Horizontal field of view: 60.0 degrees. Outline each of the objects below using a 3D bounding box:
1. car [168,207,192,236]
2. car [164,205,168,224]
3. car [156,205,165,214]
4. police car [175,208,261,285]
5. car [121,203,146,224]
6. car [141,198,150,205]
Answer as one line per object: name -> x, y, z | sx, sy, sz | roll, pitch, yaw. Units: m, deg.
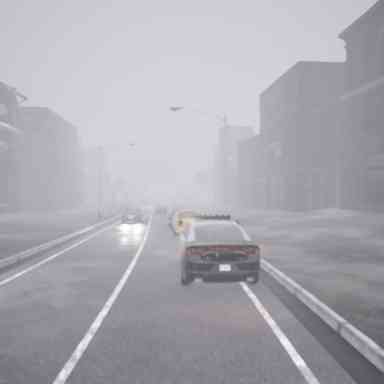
car -> -0.284, 1.680, 19.938 | 1.801, 1.575, 5.366 | 0, -1, -6
car -> -0.911, 1.871, 25.750 | 1.882, 1.535, 5.008 | 0, -2, -6
car -> -4.278, 2.480, 48.329 | 1.895, 1.301, 4.718 | 0, 0, -6
police car -> 0.568, 1.468, 9.771 | 1.930, 1.638, 5.238 | 0, -1, -3
car -> -5.522, 2.093, 31.118 | 2.128, 1.511, 4.902 | 0, -2, -6
car -> -9.881, 2.010, 71.515 | 1.837, 1.490, 4.892 | 0, 2, -6
